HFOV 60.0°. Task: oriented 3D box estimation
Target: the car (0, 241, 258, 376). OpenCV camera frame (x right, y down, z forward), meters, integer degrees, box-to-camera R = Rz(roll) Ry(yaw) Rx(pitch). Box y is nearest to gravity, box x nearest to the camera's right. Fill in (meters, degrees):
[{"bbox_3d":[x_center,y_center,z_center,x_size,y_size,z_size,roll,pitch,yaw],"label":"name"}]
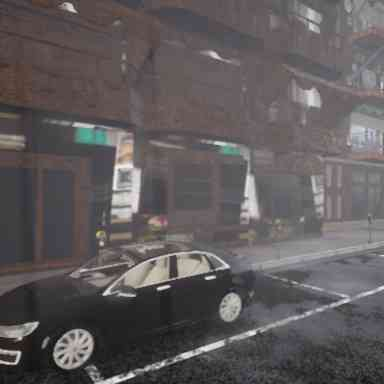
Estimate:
[{"bbox_3d":[-0.827,1.559,5.502,4.403,1.369,2.008,0,1,-36],"label":"car"}]
